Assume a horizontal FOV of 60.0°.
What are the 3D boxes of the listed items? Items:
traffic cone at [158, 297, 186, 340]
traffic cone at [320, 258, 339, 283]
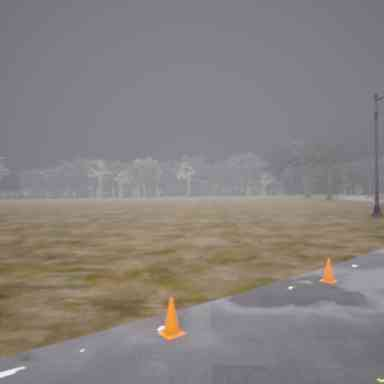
[{"bbox_3d":[-0.323,1.988,5.346,0.340,0.580,0.340,0,0,-37],"label":"traffic cone"},{"bbox_3d":[3.458,1.957,8.397,0.340,0.580,0.340,0,0,-40],"label":"traffic cone"}]
